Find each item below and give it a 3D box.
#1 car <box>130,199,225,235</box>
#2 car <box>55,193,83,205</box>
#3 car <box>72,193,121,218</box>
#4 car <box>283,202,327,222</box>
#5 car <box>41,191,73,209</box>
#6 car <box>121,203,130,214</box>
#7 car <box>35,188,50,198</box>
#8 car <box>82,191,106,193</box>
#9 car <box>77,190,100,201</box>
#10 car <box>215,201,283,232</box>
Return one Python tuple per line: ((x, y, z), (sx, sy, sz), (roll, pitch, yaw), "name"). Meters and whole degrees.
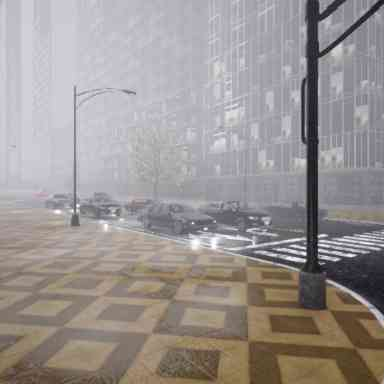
((-0.993, 1.292, 17.673), (2.033, 1.411, 5.357), (0, 1, -38), "car")
((-15.310, 0.803, 41.280), (1.994, 1.385, 4.181), (0, 1, -38), "car")
((-7.068, 1.056, 25.414), (2.128, 1.511, 4.902), (0, 1, -38), "car")
((6.911, 1.340, 23.471), (1.895, 1.301, 4.718), (0, 1, -36), "car")
((-13.402, 0.902, 33.517), (1.812, 1.442, 4.674), (0, 1, -38), "car")
((-3.436, 1.194, 26.048), (1.895, 1.301, 4.718), (0, 1, -38), "car")
((-28.496, 0.111, 63.717), (2.097, 1.767, 4.553), (0, 1, -38), "car")
((-9.402, 0.767, 33.672), (2.097, 1.767, 4.553), (0, 1, -38), "car")
((-16.899, 0.531, 54.142), (1.837, 1.490, 4.892), (0, 1, -38), "car")
((2.289, 1.254, 18.757), (2.128, 1.511, 4.902), (0, 1, -38), "car")
